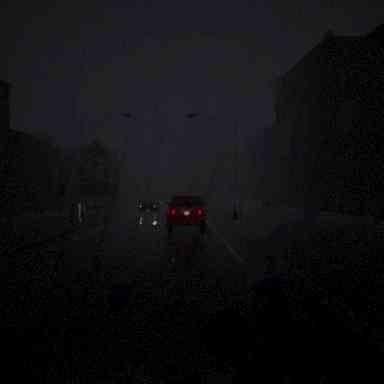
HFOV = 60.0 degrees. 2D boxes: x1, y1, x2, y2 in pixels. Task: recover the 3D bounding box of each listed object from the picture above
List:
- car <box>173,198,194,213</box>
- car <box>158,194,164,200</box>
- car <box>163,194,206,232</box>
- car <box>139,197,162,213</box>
[{"bbox_3d":[-0.943,1.440,36.845,2.128,1.511,4.902,0,0,-2],"label":"car"},{"bbox_3d":[-6.689,1.163,77.623,1.882,1.535,5.008,-1,1,-14],"label":"car"},{"bbox_3d":[-0.368,1.193,20.020,2.150,2.045,5.566,0,0,-2],"label":"car"},{"bbox_3d":[-4.628,1.552,36.455,1.895,1.301,4.718,0,0,-2],"label":"car"}]
